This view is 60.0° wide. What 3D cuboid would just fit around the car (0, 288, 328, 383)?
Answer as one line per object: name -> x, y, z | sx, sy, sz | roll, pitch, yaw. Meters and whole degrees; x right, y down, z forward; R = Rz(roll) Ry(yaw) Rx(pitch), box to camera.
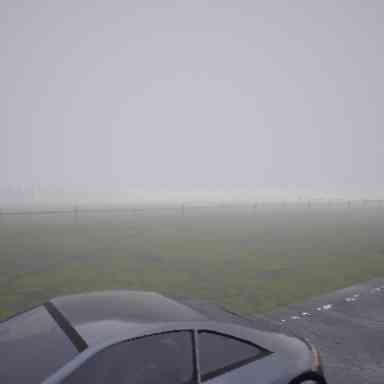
car -> -0.846, 1.565, 2.451 | 4.181, 1.385, 1.994 | 0, 0, -35
